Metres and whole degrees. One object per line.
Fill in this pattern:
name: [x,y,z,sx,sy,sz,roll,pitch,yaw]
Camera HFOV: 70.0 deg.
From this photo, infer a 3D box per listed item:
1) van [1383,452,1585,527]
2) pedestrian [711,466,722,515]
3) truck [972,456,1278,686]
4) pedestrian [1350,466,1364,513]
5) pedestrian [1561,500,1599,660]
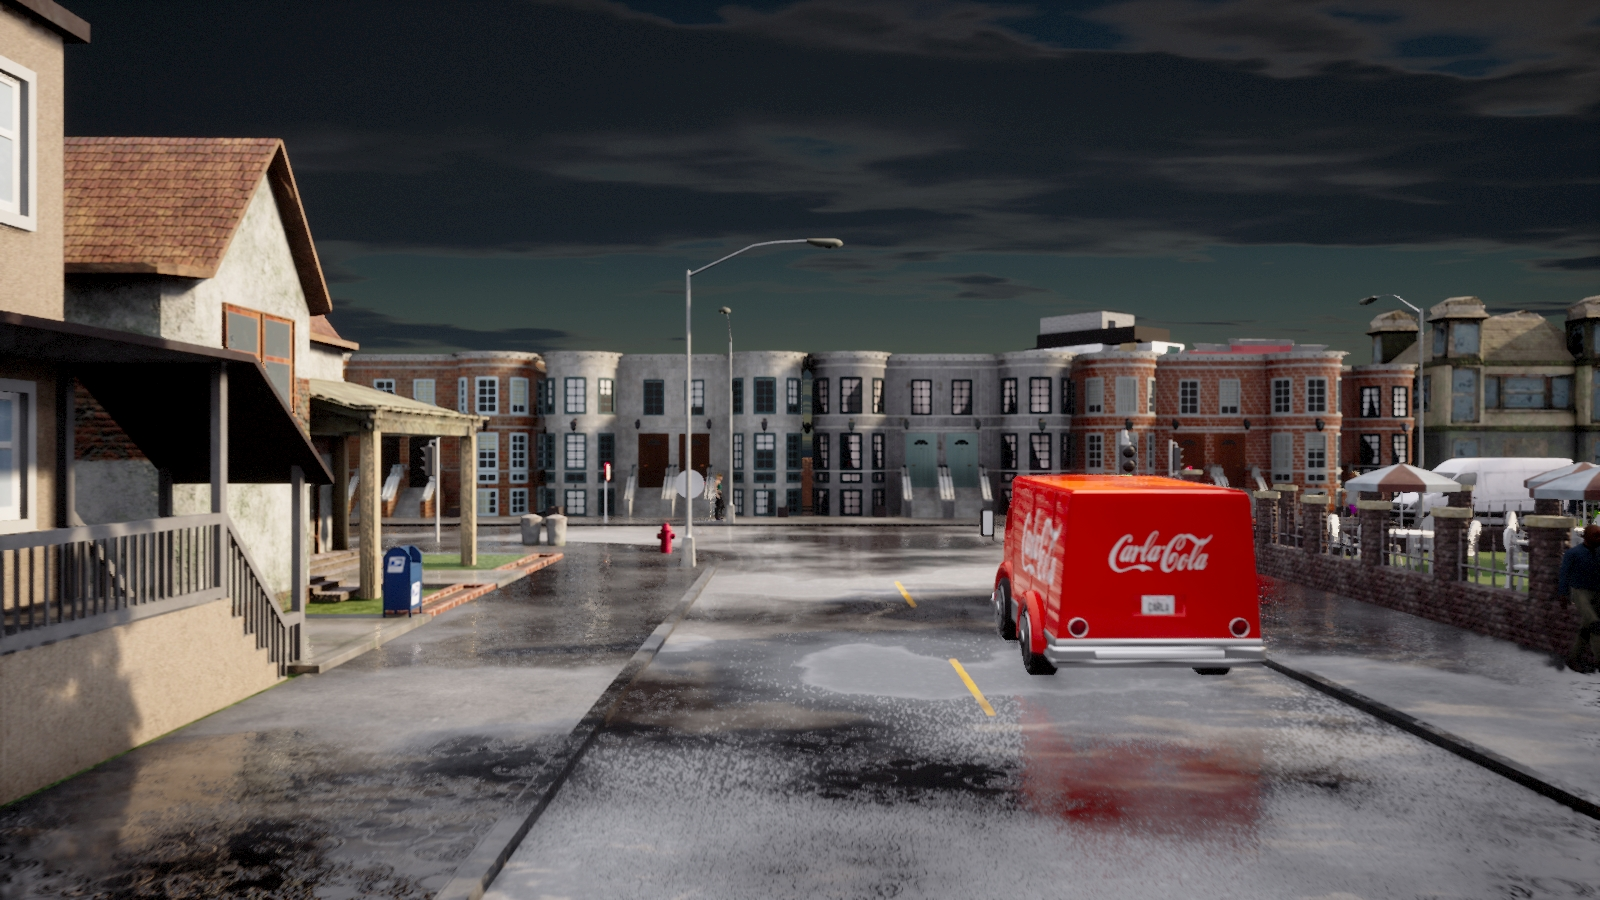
van: [23.948,1.349,40.167,5.915,2.561,1.988,0,0,0]
pedestrian: [-3.198,1.561,43.885,0.375,1.860,0.375,0,0,7]
truck: [4.046,1.379,15.466,2.627,2.467,5.204,0,1,0]
pedestrian: [21.999,1.565,45.130,0.375,1.860,0.375,0,0,-2]
pedestrian: [9.396,1.538,13.643,0.375,1.860,0.375,0,0,0]
